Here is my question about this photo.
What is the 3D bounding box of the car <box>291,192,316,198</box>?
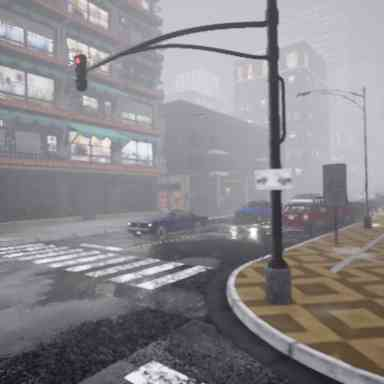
[{"bbox_3d":[11.559,1.085,34.049,2.150,2.045,5.566,-2,0,37],"label":"car"}]

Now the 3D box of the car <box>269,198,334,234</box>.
[{"bbox_3d":[6.211,1.308,18.328,1.967,1.590,4.097,-1,0,38],"label":"car"}]

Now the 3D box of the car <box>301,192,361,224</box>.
[{"bbox_3d":[9.638,1.140,22.746,2.192,1.841,5.009,-1,0,38],"label":"car"}]

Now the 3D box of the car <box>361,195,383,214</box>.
[{"bbox_3d":[16.502,1.284,31.581,1.887,1.381,4.507,-1,0,38],"label":"car"}]

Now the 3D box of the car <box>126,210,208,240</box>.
[{"bbox_3d":[-1.202,1.626,17.616,1.895,1.301,4.718,-2,-1,38],"label":"car"}]

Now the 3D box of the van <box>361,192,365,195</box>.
[{"bbox_3d":[34.283,0.950,67.339,1.690,1.788,3.998,-1,0,38],"label":"van"}]

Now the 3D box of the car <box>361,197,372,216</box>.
[{"bbox_3d":[13.073,1.364,27.163,1.802,1.307,4.206,-1,0,38],"label":"car"}]

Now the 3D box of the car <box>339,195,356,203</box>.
[{"bbox_3d":[27.323,1.223,58.368,1.752,1.417,4.829,-1,0,38],"label":"car"}]

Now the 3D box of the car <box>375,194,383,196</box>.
[{"bbox_3d":[19.932,1.247,35.999,2.008,1.369,4.403,-1,0,38],"label":"car"}]

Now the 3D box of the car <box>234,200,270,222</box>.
[{"bbox_3d":[5.092,1.425,25.717,1.882,1.535,5.008,-2,-1,38],"label":"car"}]
